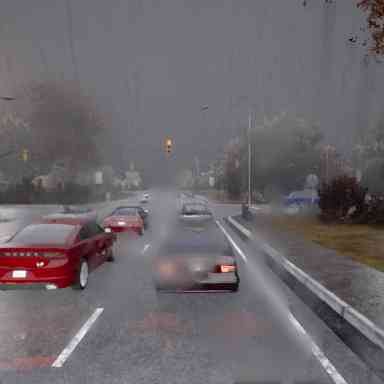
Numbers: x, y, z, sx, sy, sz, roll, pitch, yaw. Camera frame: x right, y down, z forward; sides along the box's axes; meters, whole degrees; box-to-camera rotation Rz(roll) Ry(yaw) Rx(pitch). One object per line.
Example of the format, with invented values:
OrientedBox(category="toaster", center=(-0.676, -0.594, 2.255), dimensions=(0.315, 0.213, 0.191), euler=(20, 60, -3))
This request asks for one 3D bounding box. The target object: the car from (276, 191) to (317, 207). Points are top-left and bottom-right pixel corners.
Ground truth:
OrientedBox(category="car", center=(13.792, 0.896, 43.207), dimensions=(5.566, 2.045, 2.150), euler=(0, 1, -4))

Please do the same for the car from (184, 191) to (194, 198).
OrientedBox(category="car", center=(-0.436, 0.716, 86.199), dimensions=(2.128, 1.511, 4.902), euler=(0, 1, -4))

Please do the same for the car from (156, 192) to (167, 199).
OrientedBox(category="car", center=(-7.135, 0.840, 78.235), dimensions=(2.128, 1.511, 4.902), euler=(0, 1, -1))

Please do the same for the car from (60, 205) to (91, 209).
OrientedBox(category="car", center=(-7.087, 1.479, 19.820), dimensions=(1.895, 1.301, 4.718), euler=(0, 0, 0))

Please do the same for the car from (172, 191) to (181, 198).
OrientedBox(category="car", center=(-3.936, 0.788, 86.116), dimensions=(1.895, 1.301, 4.718), euler=(0, 1, -4))

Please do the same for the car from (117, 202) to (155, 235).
OrientedBox(category="car", center=(-3.387, 1.458, 18.001), dimensions=(1.994, 1.385, 4.181), euler=(0, 0, 0))

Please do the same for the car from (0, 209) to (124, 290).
OrientedBox(category="car", center=(-3.392, 1.445, 9.014), dimensions=(1.882, 1.535, 5.008), euler=(0, 0, 0))

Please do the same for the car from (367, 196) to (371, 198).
OrientedBox(category="car", center=(24.093, 1.217, 43.784), dimensions=(5.357, 1.411, 2.033), euler=(0, 1, -3))

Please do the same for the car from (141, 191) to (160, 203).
OrientedBox(category="car", center=(-7.057, 0.791, 55.259), dimensions=(2.150, 2.045, 5.566), euler=(0, 1, 0))

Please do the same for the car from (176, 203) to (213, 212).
OrientedBox(category="car", center=(0.141, 1.380, 18.632), dimensions=(2.128, 1.511, 4.902), euler=(0, 0, -1))

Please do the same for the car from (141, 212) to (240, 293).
OrientedBox(category="car", center=(0.106, 1.516, 8.940), dimensions=(2.033, 1.411, 5.357), euler=(0, 0, 0))

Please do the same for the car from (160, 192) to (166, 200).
OrientedBox(category="car", center=(-6.991, 0.936, 67.971), dimensions=(2.128, 1.511, 4.902), euler=(0, 1, 0))
